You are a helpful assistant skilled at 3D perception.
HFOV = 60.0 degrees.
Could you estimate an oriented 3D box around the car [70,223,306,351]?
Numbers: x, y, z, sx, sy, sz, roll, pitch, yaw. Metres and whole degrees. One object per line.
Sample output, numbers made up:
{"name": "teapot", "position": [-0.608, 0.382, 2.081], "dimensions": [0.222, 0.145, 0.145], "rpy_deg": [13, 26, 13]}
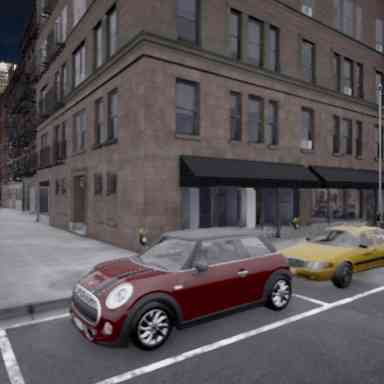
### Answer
{"name": "car", "position": [-0.060, 1.447, 6.143], "dimensions": [4.097, 1.590, 1.967], "rpy_deg": [0, 0, -35]}

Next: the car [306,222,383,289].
{"name": "car", "position": [4.297, 1.542, 9.246], "dimensions": [4.829, 1.417, 1.752], "rpy_deg": [0, 0, -35]}
